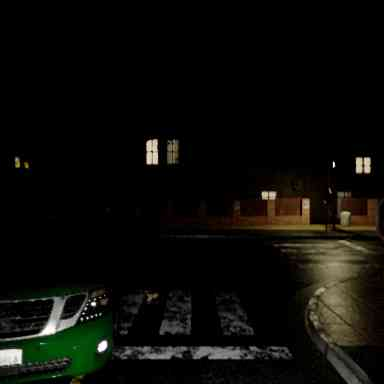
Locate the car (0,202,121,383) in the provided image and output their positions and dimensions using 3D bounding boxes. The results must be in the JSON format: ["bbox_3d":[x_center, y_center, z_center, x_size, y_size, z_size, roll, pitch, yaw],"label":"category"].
[{"bbox_3d":[-2.625,1.237,5.777,2.150,2.045,5.566,2,-1,-18],"label":"car"}]
